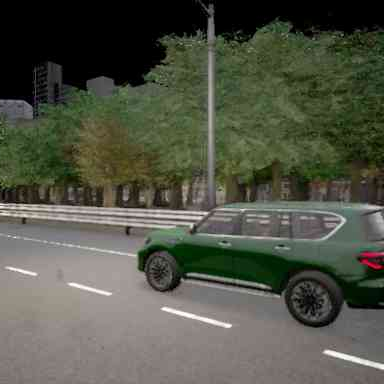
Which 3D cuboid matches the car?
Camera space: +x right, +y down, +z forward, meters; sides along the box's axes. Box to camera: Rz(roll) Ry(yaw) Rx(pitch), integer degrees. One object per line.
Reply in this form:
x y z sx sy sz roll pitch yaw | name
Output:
1.323 1.224 7.224 5.566 2.045 2.150 0 0 36 | car
